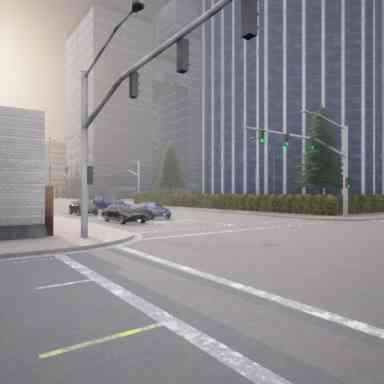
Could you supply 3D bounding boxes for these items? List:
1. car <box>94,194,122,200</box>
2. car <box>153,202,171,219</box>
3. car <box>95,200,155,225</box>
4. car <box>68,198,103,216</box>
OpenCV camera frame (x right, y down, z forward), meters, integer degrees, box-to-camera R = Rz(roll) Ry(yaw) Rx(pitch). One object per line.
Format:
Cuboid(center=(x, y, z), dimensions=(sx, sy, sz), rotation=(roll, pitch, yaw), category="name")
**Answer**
Cuboid(center=(-9.295, 1.277, 36.986), dimensions=(2.150, 2.045, 5.566), rotation=(0, 0, -36), category="car")
Cuboid(center=(-3.626, 1.581, 29.119), dimensions=(1.812, 1.442, 4.674), rotation=(0, 0, -36), category="car")
Cuboid(center=(-5.218, 1.603, 25.304), dimensions=(2.033, 1.411, 5.357), rotation=(0, 0, -36), category="car")
Cuboid(center=(-10.894, 1.560, 33.209), dimensions=(1.837, 1.490, 4.892), rotation=(0, 0, -36), category="car")
